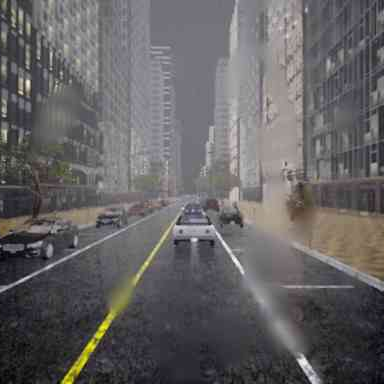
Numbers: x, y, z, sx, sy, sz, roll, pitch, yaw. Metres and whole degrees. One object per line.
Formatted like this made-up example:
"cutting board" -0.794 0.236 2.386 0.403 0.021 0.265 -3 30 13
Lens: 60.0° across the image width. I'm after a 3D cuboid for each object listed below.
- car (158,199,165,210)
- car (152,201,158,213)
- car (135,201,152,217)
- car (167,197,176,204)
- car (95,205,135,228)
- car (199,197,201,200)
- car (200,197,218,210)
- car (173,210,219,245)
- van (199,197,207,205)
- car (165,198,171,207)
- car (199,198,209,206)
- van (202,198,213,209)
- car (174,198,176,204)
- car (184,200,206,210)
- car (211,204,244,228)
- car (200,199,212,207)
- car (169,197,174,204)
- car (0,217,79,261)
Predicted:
"car" -5.704 2.065 52.392 1.752 1.417 4.829 -1 -1 0
"car" -5.704 1.865 41.196 1.967 1.590 4.097 -1 -1 0
"car" -5.702 1.949 35.511 1.802 1.307 4.206 -1 -1 0
"car" -5.712 2.257 92.347 2.192 1.841 5.009 -1 -1 0
"car" -5.700 1.801 24.144 2.008 1.369 4.403 -1 -1 0
"car" 2.674 1.855 52.566 2.192 1.841 5.009 -1 -1 0
"car" 2.675 1.797 46.882 2.192 1.841 5.009 -1 -1 0
"car" 0.099 1.772 16.482 1.895 1.301 4.718 0 -1 0
"van" 2.670 2.168 80.981 1.690 1.788 3.998 -1 -1 0
"car" -5.706 2.222 63.928 1.947 1.339 4.313 -1 -1 0
"car" 2.672 2.210 75.297 1.967 1.590 4.097 -1 -1 0
"van" 2.674 1.939 58.248 1.690 1.788 3.998 -1 -1 0
"car" -5.709 2.325 86.663 1.967 1.590 4.097 -1 -1 0
"car" 0.098 1.905 34.741 2.033 1.411 5.357 0 -1 0
"car" 2.680 1.800 24.145 2.008 1.369 4.403 -1 -1 0
"car" 2.674 2.095 63.931 1.967 1.590 4.097 -1 -1 0
"car" -5.707 2.322 75.295 2.008 1.369 4.403 -1 -1 0
"car" -5.699 1.685 12.778 2.008 1.369 4.403 -1 -1 0
